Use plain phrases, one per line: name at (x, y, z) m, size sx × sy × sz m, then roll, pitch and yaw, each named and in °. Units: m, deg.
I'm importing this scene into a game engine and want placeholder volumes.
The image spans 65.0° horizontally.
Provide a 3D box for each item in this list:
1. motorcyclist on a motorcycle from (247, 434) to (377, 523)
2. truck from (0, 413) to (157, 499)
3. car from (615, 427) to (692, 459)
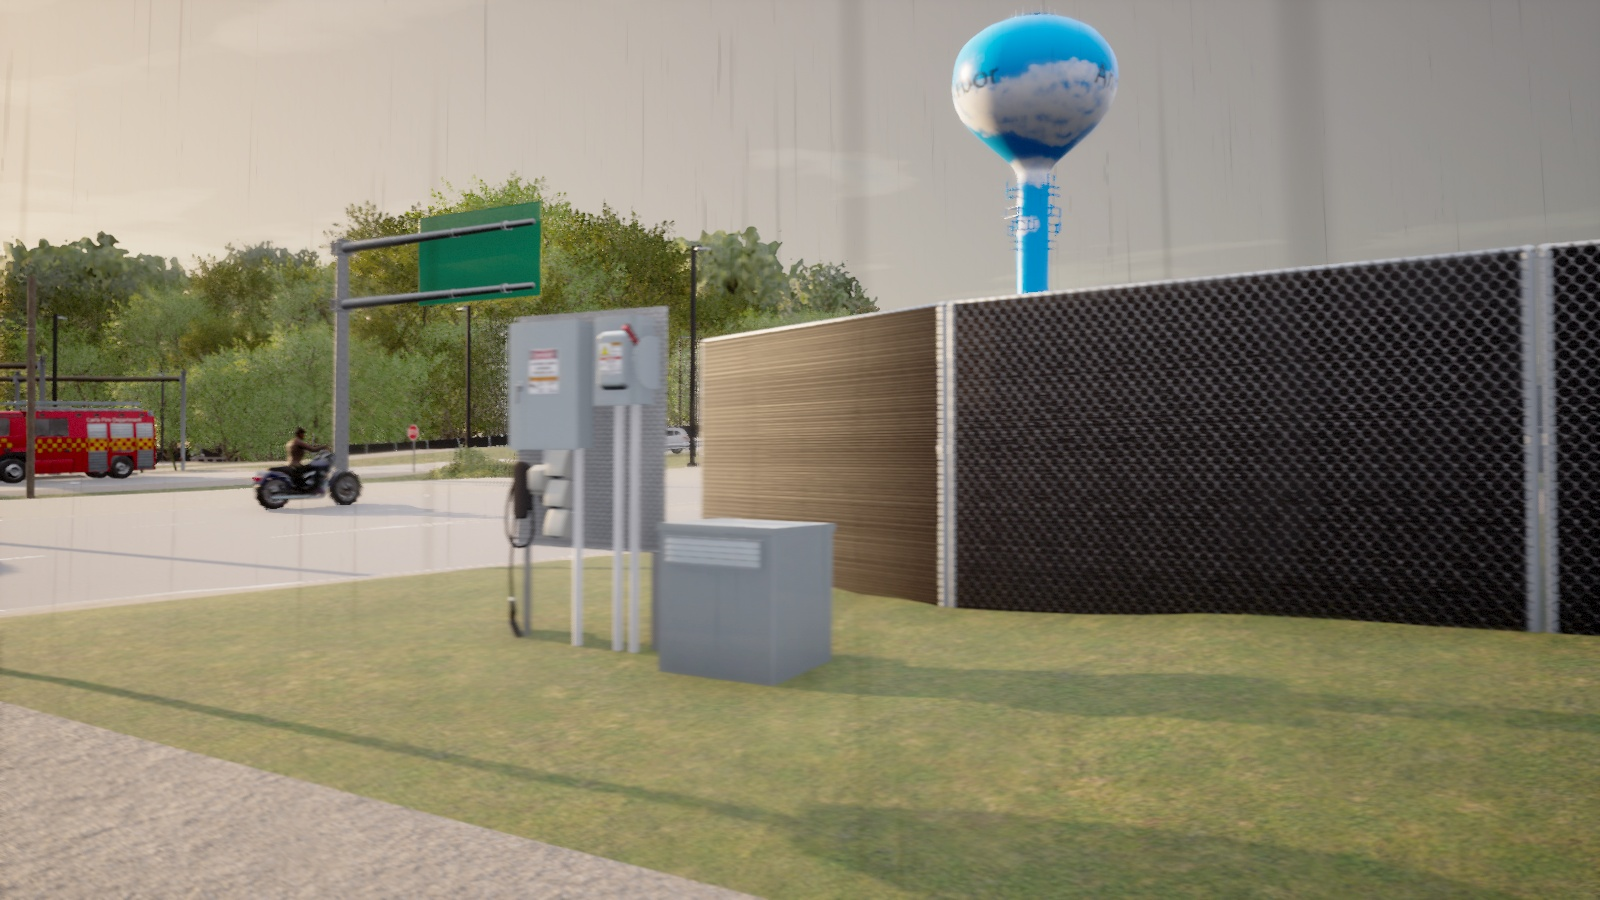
motorcyclist on a motorcycle at (-9.660, 0.526, 24.964) m, size 0.766 × 1.649 × 2.350 m, roll -1°, pitch 1°, yaw 34°
truck at (-36.091, 0.221, 60.690) m, size 2.891 × 3.827 × 8.468 m, roll -1°, pitch 2°, yaw 33°
car at (-9.134, -0.415, 78.701) m, size 4.611 × 1.667 × 2.242 m, roll -4°, pitch 0°, yaw -5°
